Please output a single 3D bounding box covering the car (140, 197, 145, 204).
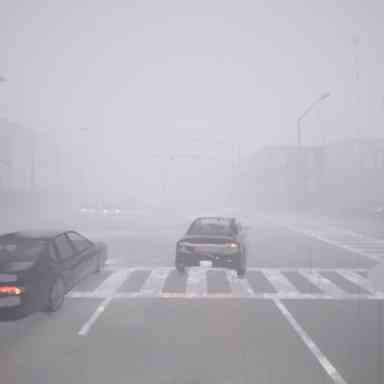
[{"bbox_3d":[-10.503,1.673,65.697,1.994,1.385,4.181,0,0,0],"label":"car"}]

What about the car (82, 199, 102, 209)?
[{"bbox_3d":[-14.088,1.643,47.126,1.994,1.385,4.181,0,0,0],"label":"car"}]

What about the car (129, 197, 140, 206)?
[{"bbox_3d":[-10.542,1.571,55.991,1.882,1.535,5.008,0,0,1],"label":"car"}]

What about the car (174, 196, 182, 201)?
[{"bbox_3d":[-3.504,1.665,84.942,1.812,1.442,4.674,0,0,0],"label":"car"}]

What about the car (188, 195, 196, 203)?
[{"bbox_3d":[-0.004,1.624,74.685,1.837,1.490,4.892,0,0,0],"label":"car"}]

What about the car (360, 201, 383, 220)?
[{"bbox_3d":[16.539,1.395,26.745,4.553,1.767,2.097,0,0,0],"label":"car"}]

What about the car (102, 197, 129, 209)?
[{"bbox_3d":[-10.604,1.555,46.416,1.882,1.535,5.008,0,0,0],"label":"car"}]

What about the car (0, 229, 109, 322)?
[{"bbox_3d":[-3.409,1.560,7.584,2.033,1.411,5.357,0,0,0],"label":"car"}]

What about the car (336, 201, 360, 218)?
[{"bbox_3d":[15.710,1.541,30.245,4.902,1.511,2.128,0,0,0],"label":"car"}]

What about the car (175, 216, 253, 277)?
[{"bbox_3d":[0.809,1.509,10.376,2.128,1.511,4.902,0,0,11],"label":"car"}]

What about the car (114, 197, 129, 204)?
[{"bbox_3d":[-14.003,1.658,66.362,2.033,1.411,5.357,0,0,0],"label":"car"}]

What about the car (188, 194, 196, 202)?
[{"bbox_3d":[-0.004,1.496,84.928,2.097,1.767,4.553,0,0,0],"label":"car"}]

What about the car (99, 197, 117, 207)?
[{"bbox_3d":[-14.038,1.619,55.825,1.812,1.442,4.674,0,0,1],"label":"car"}]
